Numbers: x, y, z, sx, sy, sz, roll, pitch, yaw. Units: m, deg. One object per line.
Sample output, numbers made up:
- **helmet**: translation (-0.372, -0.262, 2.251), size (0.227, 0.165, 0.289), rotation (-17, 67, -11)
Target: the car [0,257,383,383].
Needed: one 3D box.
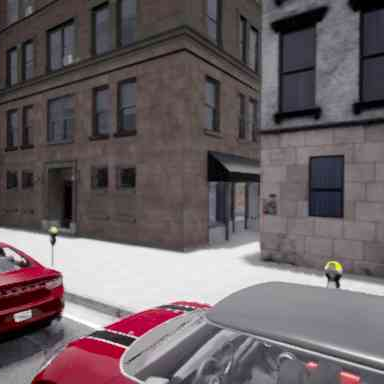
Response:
- **car**: translation (0.583, 1.432, 2.394), size (4.097, 1.590, 1.967), rotation (1, 0, 35)

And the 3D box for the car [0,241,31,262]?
- **car**: translation (-4.044, 1.481, 5.694), size (4.507, 1.381, 1.887), rotation (1, 0, 35)
